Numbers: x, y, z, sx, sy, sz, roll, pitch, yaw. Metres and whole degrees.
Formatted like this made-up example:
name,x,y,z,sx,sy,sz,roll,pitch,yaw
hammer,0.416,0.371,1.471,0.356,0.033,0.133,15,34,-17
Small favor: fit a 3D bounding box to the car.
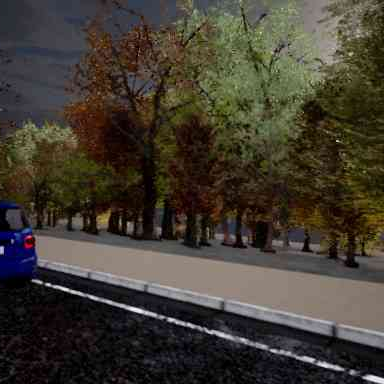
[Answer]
name,x,y,z,sx,sy,sz,roll,pitch,yaw
car,-5.939,1.210,7.916,5.566,2.045,2.150,0,0,35
